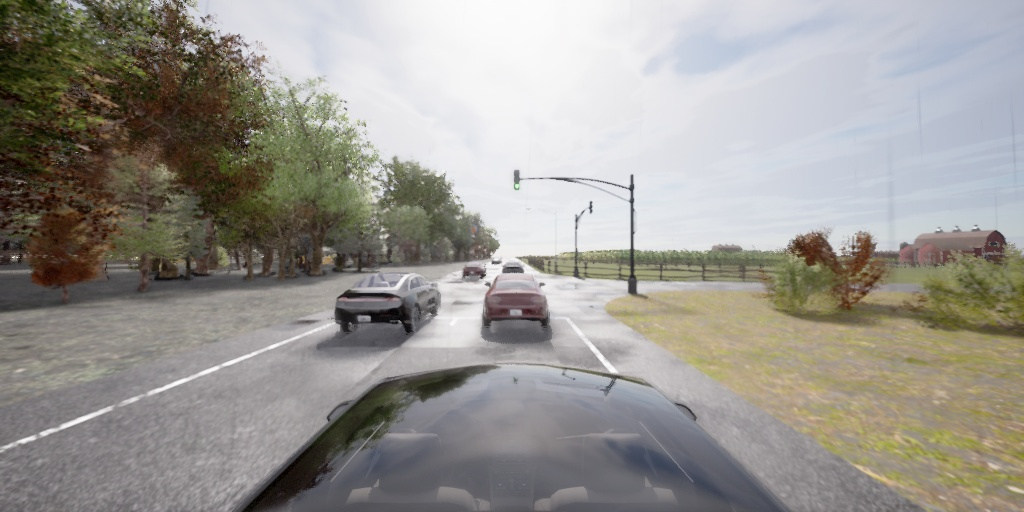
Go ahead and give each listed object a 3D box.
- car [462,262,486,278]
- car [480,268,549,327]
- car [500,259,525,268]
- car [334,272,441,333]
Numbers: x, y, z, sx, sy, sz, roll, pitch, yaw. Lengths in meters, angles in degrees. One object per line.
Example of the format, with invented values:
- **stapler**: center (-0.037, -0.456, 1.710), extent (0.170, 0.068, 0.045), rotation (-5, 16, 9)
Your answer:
- **car**: center (-3.403, 1.236, 32.897), extent (1.812, 1.442, 4.674), rotation (0, 0, 0)
- **car**: center (0.101, 1.264, 11.363), extent (1.812, 1.442, 4.674), rotation (0, 0, 0)
- **car**: center (0.097, 1.217, 32.648), extent (1.837, 1.490, 4.892), rotation (0, 1, 0)
- **car**: center (-3.401, 1.231, 10.669), extent (2.128, 1.511, 4.902), rotation (0, 0, 0)
